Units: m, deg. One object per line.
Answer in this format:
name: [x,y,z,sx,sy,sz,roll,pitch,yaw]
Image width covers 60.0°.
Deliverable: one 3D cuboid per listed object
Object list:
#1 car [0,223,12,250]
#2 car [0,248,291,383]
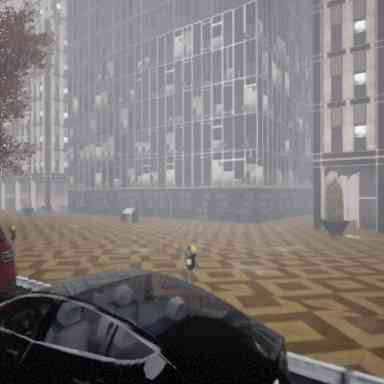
car: [-5.609,1.330,6.879,5.009,1.841,2.192,0,0,35]
car: [-1.112,1.571,3.671,4.313,1.339,1.947,0,0,36]
